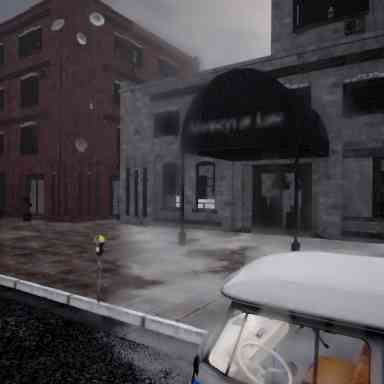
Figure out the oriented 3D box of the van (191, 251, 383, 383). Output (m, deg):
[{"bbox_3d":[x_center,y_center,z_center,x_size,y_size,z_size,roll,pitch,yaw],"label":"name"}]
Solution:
[{"bbox_3d":[1.797,1.341,1.622,3.998,1.788,1.690,0,1,34],"label":"van"}]
